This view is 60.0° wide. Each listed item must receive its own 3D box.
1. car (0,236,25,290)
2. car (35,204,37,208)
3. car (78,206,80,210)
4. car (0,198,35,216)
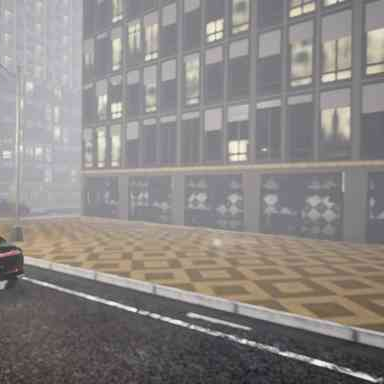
[{"bbox_3d":[-5.884,1.489,7.852,4.902,1.511,2.128,0,0,36],"label":"car"},{"bbox_3d":[-22.263,1.646,42.124,1.752,1.417,4.829,1,0,36],"label":"car"},{"bbox_3d":[-11.967,1.830,41.975,1.752,1.417,4.829,1,0,36],"label":"car"},{"bbox_3d":[-18.753,1.522,32.754,2.192,1.841,5.009,1,0,36],"label":"car"}]
